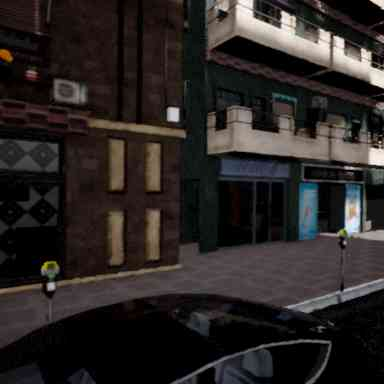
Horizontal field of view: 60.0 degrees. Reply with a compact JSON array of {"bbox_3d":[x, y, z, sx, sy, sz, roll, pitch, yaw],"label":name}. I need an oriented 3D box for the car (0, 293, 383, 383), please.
[{"bbox_3d":[-0.499,1.538,2.109,4.313,1.339,1.947,0,1,-34],"label":"car"}]
